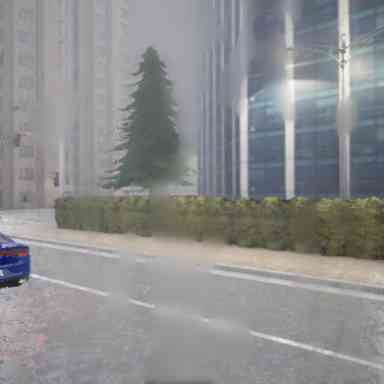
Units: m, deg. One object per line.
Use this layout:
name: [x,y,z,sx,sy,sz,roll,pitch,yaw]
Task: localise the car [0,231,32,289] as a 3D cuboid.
car: [-5.963,1.523,8.203,5.008,1.535,1.882,0,0,36]
